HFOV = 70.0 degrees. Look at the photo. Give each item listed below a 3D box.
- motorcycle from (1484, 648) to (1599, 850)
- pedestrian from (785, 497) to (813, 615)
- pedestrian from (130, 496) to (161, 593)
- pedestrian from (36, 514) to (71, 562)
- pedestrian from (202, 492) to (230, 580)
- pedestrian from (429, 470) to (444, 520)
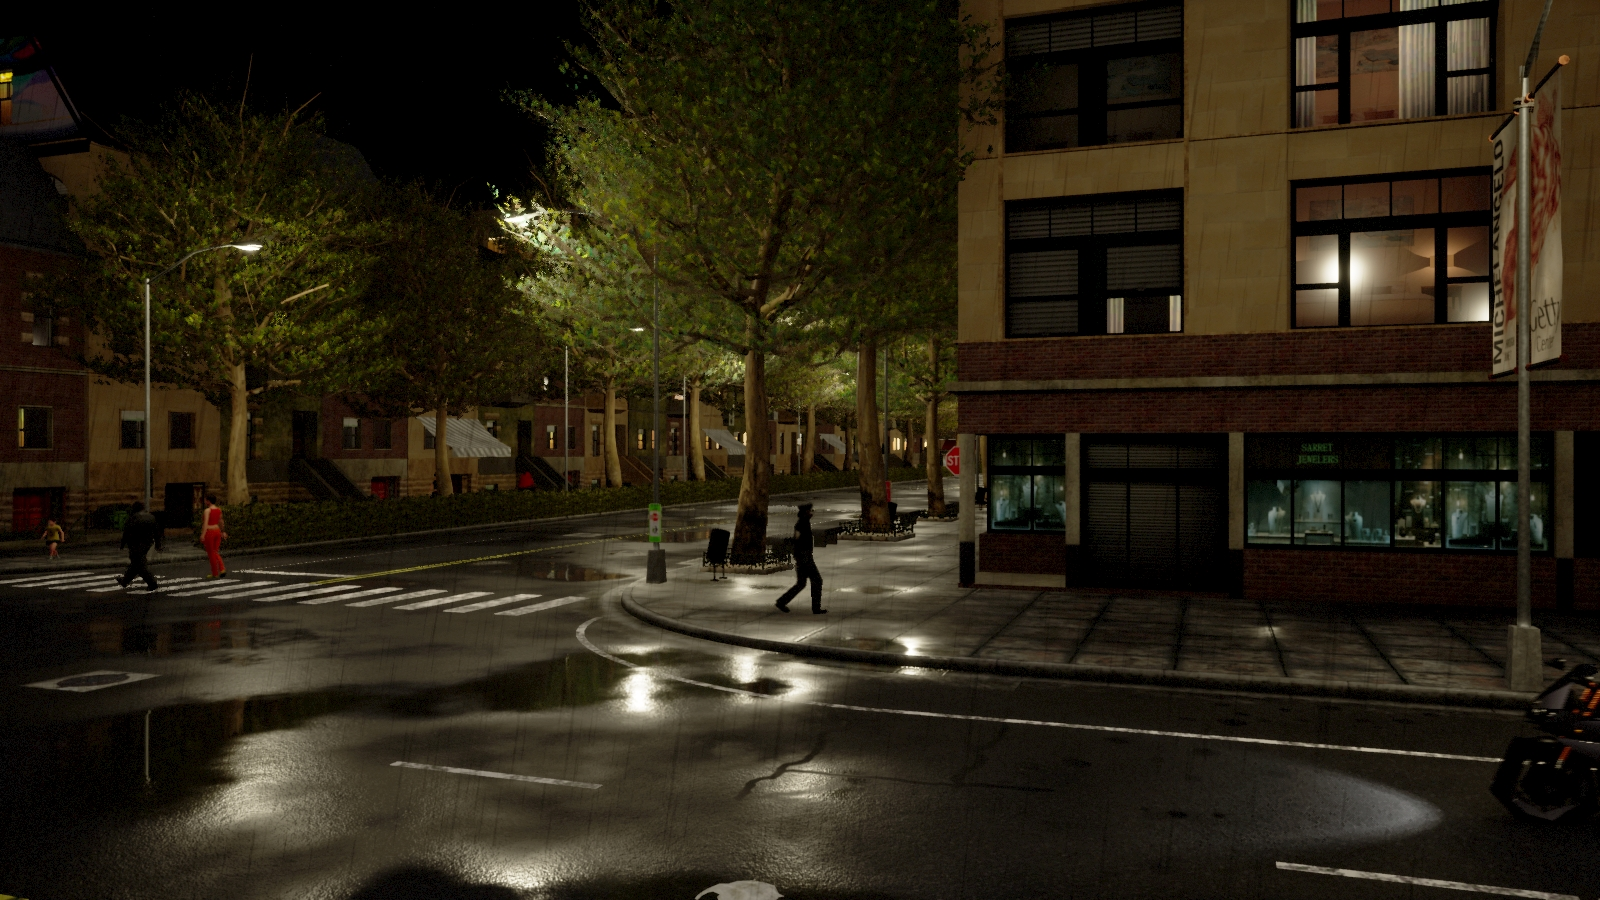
[{"bbox_3d":[6.326,2.205,8.303,2.209,1.251,0.867,0,0,21],"label":"motorcycle"},{"bbox_3d":[-0.016,1.699,18.393,0.375,1.860,0.375,0,0,12],"label":"pedestrian"},{"bbox_3d":[-12.836,1.849,22.401,0.375,1.860,0.375,0,0,20],"label":"pedestrian"},{"bbox_3d":[-17.692,2.076,27.096,0.500,1.100,0.500,0,0,2],"label":"pedestrian"},{"bbox_3d":[-12.611,1.849,24.668,0.375,1.860,0.375,0,0,16],"label":"pedestrian"},{"bbox_3d":[-13.708,1.696,43.064,0.375,1.860,0.375,0,0,20],"label":"pedestrian"}]
